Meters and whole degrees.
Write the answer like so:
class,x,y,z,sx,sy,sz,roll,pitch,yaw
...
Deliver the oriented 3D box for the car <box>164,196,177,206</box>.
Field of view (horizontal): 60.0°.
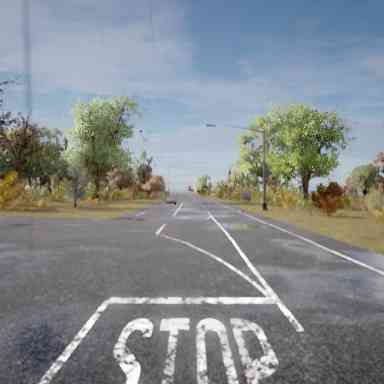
class,x,y,z,sx,sy,sz,roll,pitch,yaw
car,-3.590,1.465,55.975,1.882,1.535,5.008,0,0,-1
